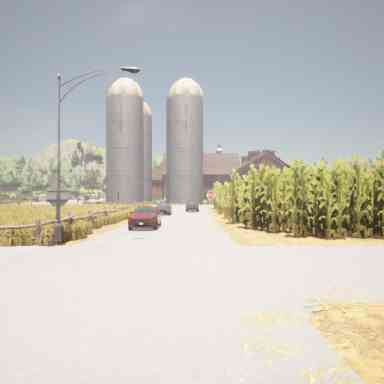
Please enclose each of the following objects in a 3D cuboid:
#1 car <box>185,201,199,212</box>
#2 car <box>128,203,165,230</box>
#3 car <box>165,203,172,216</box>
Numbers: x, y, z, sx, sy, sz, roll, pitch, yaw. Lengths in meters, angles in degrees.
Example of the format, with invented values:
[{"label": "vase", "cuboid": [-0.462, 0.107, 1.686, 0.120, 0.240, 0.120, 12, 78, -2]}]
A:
[{"label": "car", "cuboid": [0.028, 1.971, 46.559, 2.033, 1.411, 5.357, 0, 0, 0]}, {"label": "car", "cuboid": [-3.204, 1.724, 23.112, 1.882, 1.535, 5.008, 0, -1, -1]}, {"label": "car", "cuboid": [-3.239, 1.929, 37.987, 2.033, 1.411, 5.357, 0, 0, 0]}]
